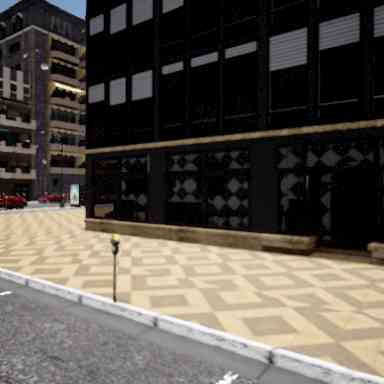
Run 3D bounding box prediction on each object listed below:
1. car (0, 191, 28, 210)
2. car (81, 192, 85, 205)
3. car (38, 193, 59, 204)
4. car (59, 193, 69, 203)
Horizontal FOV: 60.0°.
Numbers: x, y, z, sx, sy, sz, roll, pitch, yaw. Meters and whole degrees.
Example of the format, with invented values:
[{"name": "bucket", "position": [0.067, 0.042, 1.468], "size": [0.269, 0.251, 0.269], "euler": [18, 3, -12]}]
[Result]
[{"name": "car", "position": [-17.724, 0.826, 30.259], "size": [2.192, 1.841, 5.009], "euler": [2, 2, 35]}, {"name": "car", "position": [-11.363, 0.868, 39.353], "size": [1.947, 1.339, 4.313], "euler": [2, 2, 35]}, {"name": "car", "position": [-18.264, 0.817, 44.108], "size": [1.802, 1.307, 4.206], "euler": [2, 2, 35]}, {"name": "car", "position": [-14.826, 0.738, 44.520], "size": [1.812, 1.442, 4.674], "euler": [1, 1, 35]}]
